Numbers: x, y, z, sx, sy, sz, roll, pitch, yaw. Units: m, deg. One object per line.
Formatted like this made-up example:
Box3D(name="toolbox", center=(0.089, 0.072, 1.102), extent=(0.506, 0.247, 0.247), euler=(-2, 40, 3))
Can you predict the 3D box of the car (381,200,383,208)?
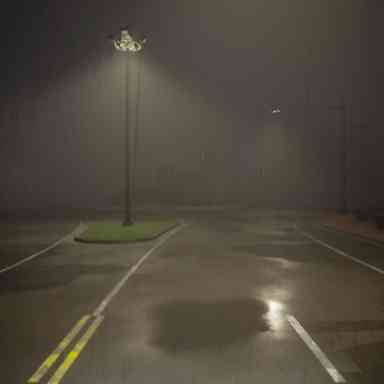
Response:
Box3D(name="car", center=(27.404, 1.450, 44.700), extent=(4.892, 1.490, 1.837), euler=(-1, 0, -30))
